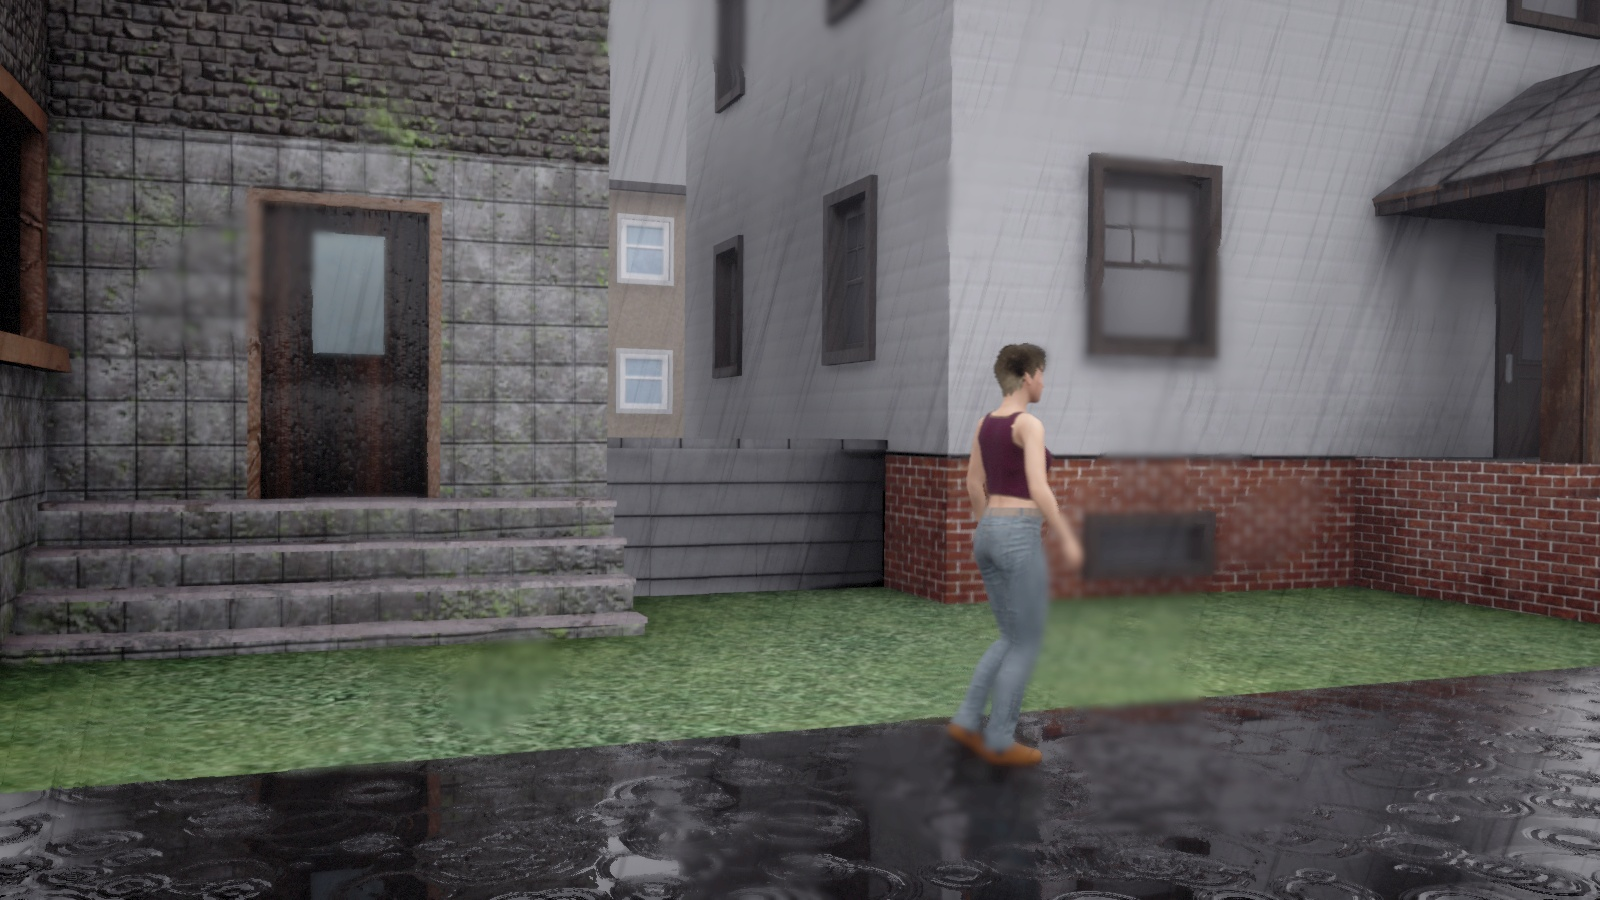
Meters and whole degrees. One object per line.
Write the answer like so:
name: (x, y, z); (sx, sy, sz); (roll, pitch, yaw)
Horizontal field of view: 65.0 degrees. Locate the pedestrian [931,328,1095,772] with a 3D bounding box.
pedestrian: (0.921, 0.409, 5.448); (0.594, 1.836, 0.345); (-1, 1, -21)
